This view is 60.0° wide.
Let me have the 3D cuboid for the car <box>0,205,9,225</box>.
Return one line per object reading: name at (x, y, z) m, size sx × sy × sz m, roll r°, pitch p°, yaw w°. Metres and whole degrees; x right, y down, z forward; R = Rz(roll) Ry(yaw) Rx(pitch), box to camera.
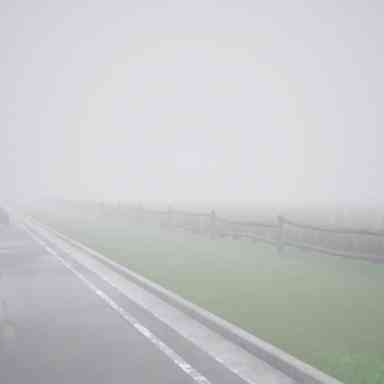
car at (-13.951, 1.564, 23.202) m, size 1.994 × 1.385 × 4.181 m, roll 0°, pitch 0°, yaw -32°
